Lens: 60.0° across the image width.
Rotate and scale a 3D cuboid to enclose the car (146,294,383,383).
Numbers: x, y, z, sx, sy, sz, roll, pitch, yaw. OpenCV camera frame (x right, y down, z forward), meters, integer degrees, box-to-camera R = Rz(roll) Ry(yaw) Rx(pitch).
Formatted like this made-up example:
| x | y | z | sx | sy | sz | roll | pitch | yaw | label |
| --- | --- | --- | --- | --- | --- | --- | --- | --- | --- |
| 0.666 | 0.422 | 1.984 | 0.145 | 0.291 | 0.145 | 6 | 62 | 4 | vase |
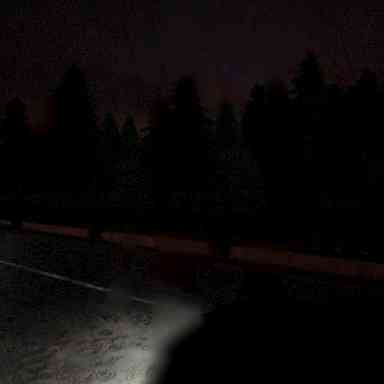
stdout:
| x | y | z | sx | sy | sz | roll | pitch | yaw | label |
| --- | --- | --- | --- | --- | --- | --- | --- | --- | --- |
| 2.165 | 1.552 | 2.449 | 5.357 | 1.411 | 2.033 | 1 | 0 | 36 | car |
